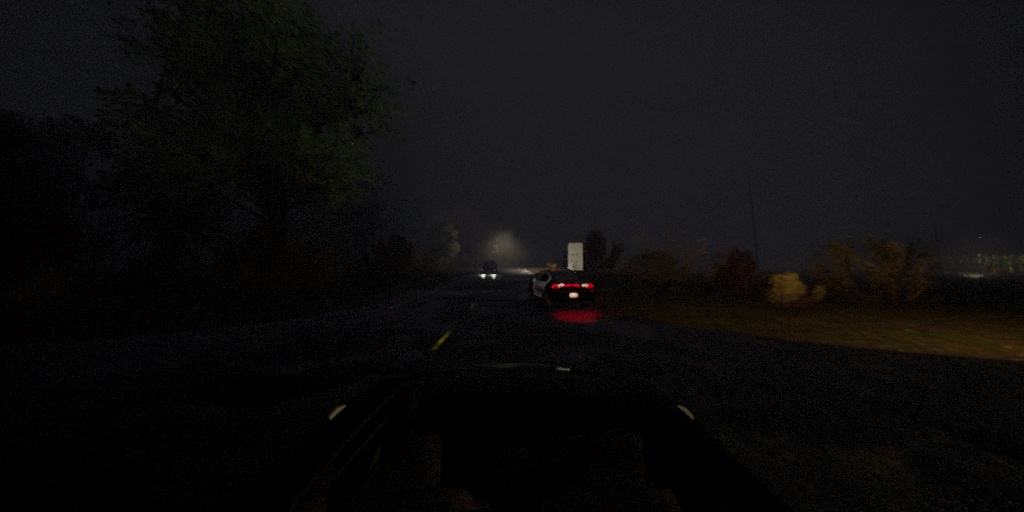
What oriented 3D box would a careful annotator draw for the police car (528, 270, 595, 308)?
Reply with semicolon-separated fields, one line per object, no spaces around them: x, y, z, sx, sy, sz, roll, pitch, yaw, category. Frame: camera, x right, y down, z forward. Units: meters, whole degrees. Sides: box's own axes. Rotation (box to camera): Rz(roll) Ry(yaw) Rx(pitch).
2.083;1.422;16.773;2.038;1.542;4.974;0;-1;-10;police car

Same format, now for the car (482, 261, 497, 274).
-3.518;1.753;57.022;2.150;2.045;5.566;0;-1;0;car
